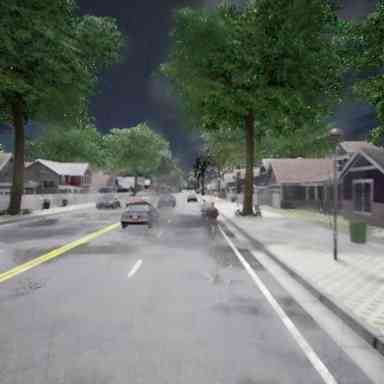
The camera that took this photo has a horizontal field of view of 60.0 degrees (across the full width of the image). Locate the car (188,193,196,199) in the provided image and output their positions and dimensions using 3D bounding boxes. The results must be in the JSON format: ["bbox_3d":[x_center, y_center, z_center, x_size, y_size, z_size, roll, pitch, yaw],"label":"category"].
[{"bbox_3d":[0.001,1.075,83.114,2.033,1.411,5.357,0,0,0],"label":"car"}]

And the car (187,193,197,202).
[{"bbox_3d":[0.061,1.222,64.588,1.895,1.301,4.718,0,0,0],"label":"car"}]

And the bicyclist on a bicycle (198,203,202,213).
[{"bbox_3d":[0.891,1.294,23.815,0.866,1.612,1.509,0,0,0],"label":"bicyclist on a bicycle"}]

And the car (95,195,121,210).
[{"bbox_3d":[-9.824,1.116,39.261,2.097,1.767,4.553,0,0,0],"label":"car"}]

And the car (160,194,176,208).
[{"bbox_3d":[-3.150,1.094,43.196,2.097,1.767,4.553,0,0,0],"label":"car"}]

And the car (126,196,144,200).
[{"bbox_3d":[-6.577,1.244,39.031,1.882,1.535,5.008,0,0,0],"label":"car"}]

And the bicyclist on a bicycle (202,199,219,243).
[{"bbox_3d":[0.894,1.283,14.584,0.659,1.776,1.843,0,1,0],"label":"bicyclist on a bicycle"}]

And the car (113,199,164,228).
[{"bbox_3d":[-3.149,1.422,20.902,2.033,1.411,5.357,0,0,0],"label":"car"}]
